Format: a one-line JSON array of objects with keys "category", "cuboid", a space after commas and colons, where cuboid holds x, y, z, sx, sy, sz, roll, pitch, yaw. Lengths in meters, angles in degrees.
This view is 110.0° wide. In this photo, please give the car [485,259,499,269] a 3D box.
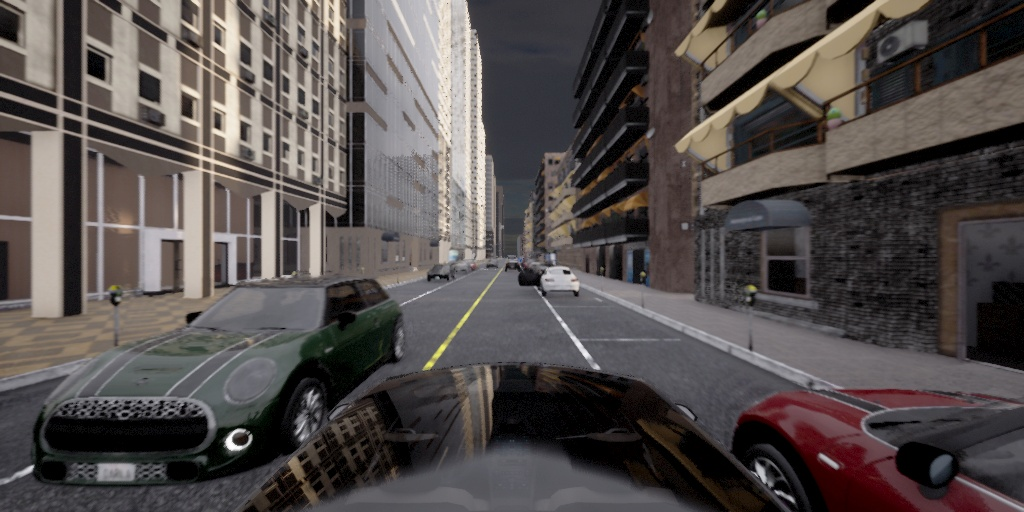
[{"category": "car", "cuboid": [-3.032, 1.223, 55.353, 1.837, 1.490, 4.892, 0, -1, 1]}]

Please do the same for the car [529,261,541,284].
[{"category": "car", "cuboid": [2.686, 1.292, 29.456, 1.948, 1.339, 4.313, 0, 0, 0]}]

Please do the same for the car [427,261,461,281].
[{"category": "car", "cuboid": [-5.695, 1.292, 29.455, 1.948, 1.339, 4.313, 0, 0, 0]}]

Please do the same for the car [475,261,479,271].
[{"category": "car", "cuboid": [-5.698, 1.158, 46.401, 1.967, 1.591, 4.097, 0, 0, 0]}]

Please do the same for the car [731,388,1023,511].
[{"category": "car", "cuboid": [2.690, 1.190, 1.214, 1.967, 1.591, 4.097, 0, 0, 0]}]

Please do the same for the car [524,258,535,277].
[{"category": "car", "cuboid": [2.684, 1.270, 40.753, 2.007, 1.370, 4.403, 0, 0, 0]}]

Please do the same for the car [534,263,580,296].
[{"category": "car", "cuboid": [2.349, 1.260, 18.869, 1.812, 1.442, 4.674, 0, 0, 0]}]

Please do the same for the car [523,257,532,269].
[{"category": "car", "cuboid": [2.682, 1.156, 52.050, 1.967, 1.591, 4.097, 0, 0, 0]}]

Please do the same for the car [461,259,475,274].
[{"category": "car", "cuboid": [-5.696, 1.270, 40.751, 2.007, 1.370, 4.403, 0, 0, 0]}]

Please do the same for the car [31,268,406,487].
[{"category": "car", "cuboid": [-3.102, 1.099, 5.054, 2.097, 1.767, 4.553, 0, 0, 0]}]

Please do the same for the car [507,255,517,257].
[{"category": "car", "cuboid": [-0.008, 0.932, 60.395, 2.150, 2.045, 5.566, 0, 0, 0]}]

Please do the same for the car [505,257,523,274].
[{"category": "car", "cuboid": [0.071, 1.196, 46.991, 1.882, 1.535, 5.008, 0, -1, 0]}]
